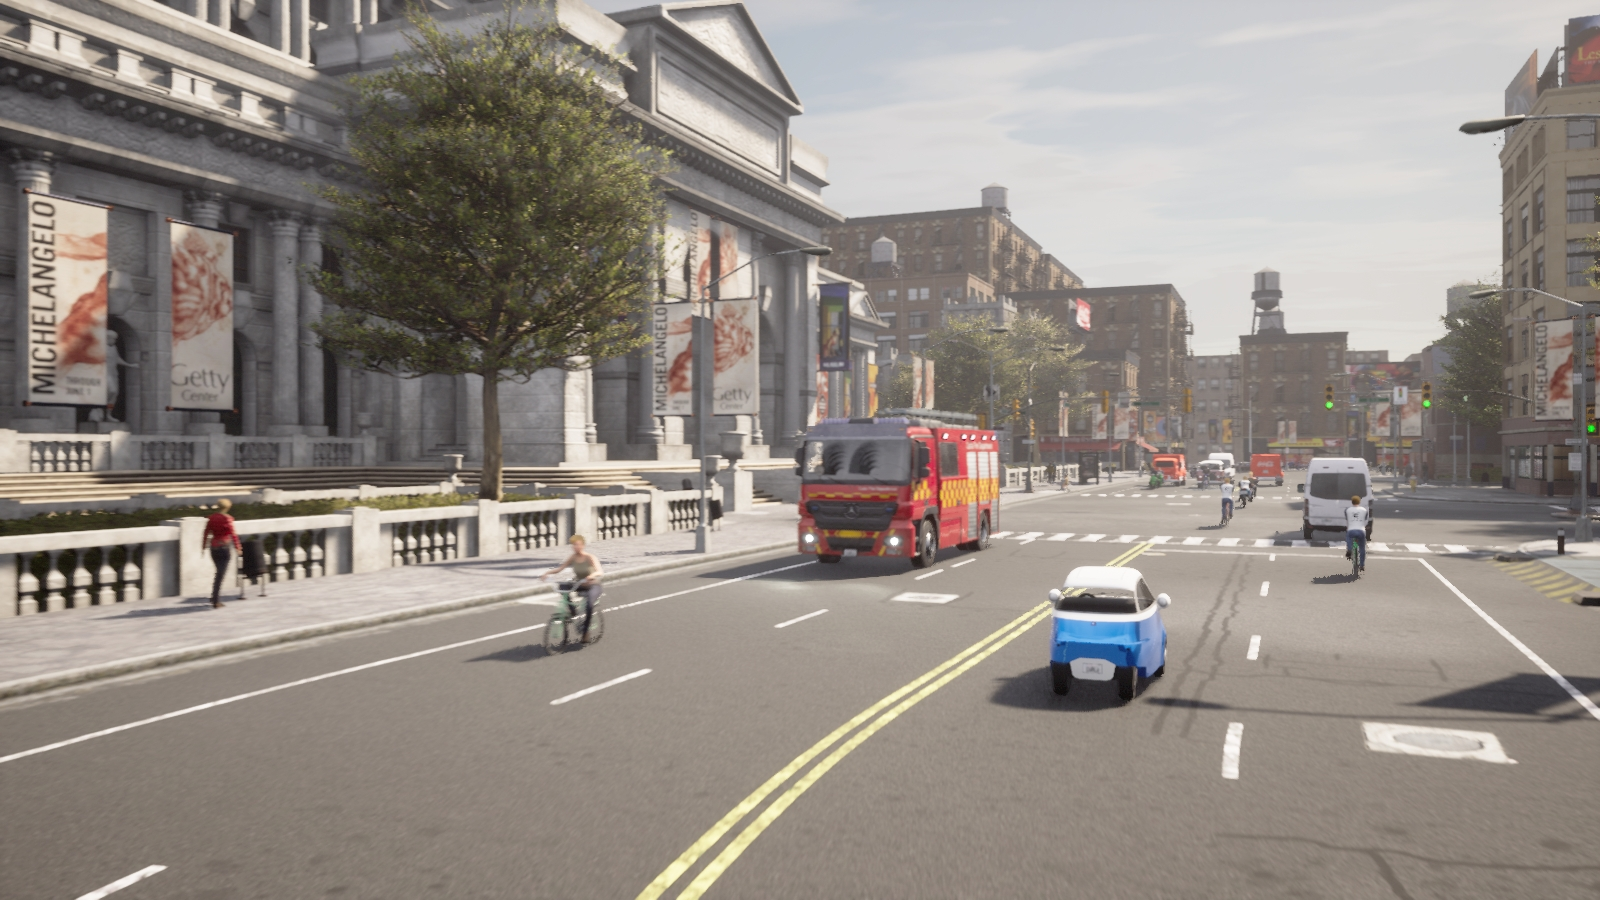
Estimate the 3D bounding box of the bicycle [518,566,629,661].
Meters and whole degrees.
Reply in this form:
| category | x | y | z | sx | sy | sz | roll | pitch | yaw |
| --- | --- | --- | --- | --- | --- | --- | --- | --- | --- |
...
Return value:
| category | x | y | z | sx | sy | sz | roll | pitch | yaw |
| --- | --- | --- | --- | --- | --- | --- | --- | --- | --- |
| bicycle | -3.143 | 2.255 | 15.998 | 0.859 | 1.080 | 1.487 | 0 | 0 | 21 |

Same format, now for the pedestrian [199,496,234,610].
| category | x | y | z | sx | sy | sz | roll | pitch | yaw |
| --- | --- | --- | --- | --- | --- | --- | --- | --- | --- |
| pedestrian | -9.665 | 1.692 | 18.927 | 0.375 | 1.860 | 0.375 | 0 | 0 | 6 |

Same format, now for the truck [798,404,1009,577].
| category | x | y | z | sx | sy | sz | roll | pitch | yaw |
| --- | --- | --- | --- | --- | --- | --- | --- | --- | --- |
| truck | 2.998 | 0.891 | 29.661 | 2.891 | 3.827 | 8.468 | 0 | 0 | 24 |

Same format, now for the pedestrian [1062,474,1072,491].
| category | x | y | z | sx | sy | sz | roll | pitch | yaw |
| --- | --- | --- | --- | --- | --- | --- | --- | --- | --- |
| pedestrian | 17.102 | 2.086 | 73.160 | 0.500 | 1.100 | 0.500 | 0 | 0 | 37 |

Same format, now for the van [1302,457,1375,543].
| category | x | y | z | sx | sy | sz | roll | pitch | yaw |
| --- | --- | --- | --- | --- | --- | --- | --- | --- | --- |
| van | 17.672 | 1.540 | 37.688 | 1.988 | 2.561 | 5.915 | 0 | 0 | 24 |

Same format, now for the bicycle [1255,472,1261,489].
| category | x | y | z | sx | sy | sz | roll | pitch | yaw |
| --- | --- | --- | --- | --- | --- | --- | --- | --- | --- |
| bicycle | 33.711 | 2.217 | 84.063 | 0.373 | 1.196 | 1.643 | 0 | 0 | 24 |

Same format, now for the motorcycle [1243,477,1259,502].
| category | x | y | z | sx | sy | sz | roll | pitch | yaw |
| --- | --- | --- | --- | --- | --- | --- | --- | --- | --- |
| motorcycle | 24.840 | 2.178 | 62.904 | 0.764 | 1.277 | 2.356 | 0 | 0 | 24 |

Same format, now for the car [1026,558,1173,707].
| category | x | y | z | sx | sy | sz | roll | pitch | yaw |
| --- | --- | --- | --- | --- | --- | --- | --- | --- | --- |
| car | 3.668 | 2.121 | 13.807 | 1.481 | 1.376 | 2.207 | 0 | 0 | 21 |

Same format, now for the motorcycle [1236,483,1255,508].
| category | x | y | z | sx | sy | sz | roll | pitch | yaw |
| --- | --- | --- | --- | --- | --- | --- | --- | --- | --- |
| motorcycle | 21.745 | 2.220 | 55.779 | 0.803 | 1.145 | 2.033 | 0 | 0 | 24 |
